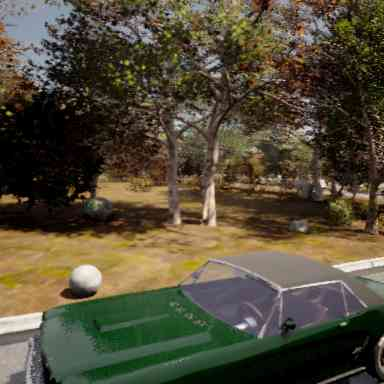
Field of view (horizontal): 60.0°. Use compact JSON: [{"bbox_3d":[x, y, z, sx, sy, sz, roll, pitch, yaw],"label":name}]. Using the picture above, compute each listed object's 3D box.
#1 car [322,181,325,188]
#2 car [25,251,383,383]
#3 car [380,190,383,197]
[{"bbox_3d":[15.338,-1.321,44.953,2.150,2.045,5.566,1,4,-27],"label":"car"},{"bbox_3d":[0.661,1.501,3.941,4.718,1.301,1.895,0,2,-28],"label":"car"},{"bbox_3d":[21.290,0.032,33.354,1.994,1.385,4.181,1,4,-26],"label":"car"}]
